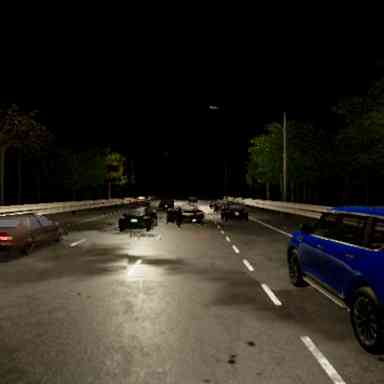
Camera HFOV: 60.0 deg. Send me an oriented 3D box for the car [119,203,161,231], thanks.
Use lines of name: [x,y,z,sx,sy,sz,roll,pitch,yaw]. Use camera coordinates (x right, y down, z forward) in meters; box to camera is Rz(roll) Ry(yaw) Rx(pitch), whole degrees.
car: [-3.367,1.656,21.373,1.994,1.385,4.181,0,0,0]

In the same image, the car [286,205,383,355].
car: [3.504,1.249,6.267,2.150,2.045,5.566,0,0,0]

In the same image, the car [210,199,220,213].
car: [3.589,1.660,39.212,2.128,1.511,4.902,0,0,0]

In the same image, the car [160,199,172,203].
car: [-3.294,1.669,44.786,1.882,1.535,5.008,0,0,0]

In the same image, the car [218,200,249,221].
car: [3.555,1.685,28.211,1.994,1.385,4.181,0,0,0]

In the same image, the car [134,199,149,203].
car: [-6.793,1.685,45.250,2.128,1.511,4.902,0,0,0]

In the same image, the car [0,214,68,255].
car: [-6.890,1.606,13.586,2.033,1.411,5.357,0,0,0]

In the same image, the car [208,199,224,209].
car: [3.623,1.761,50.211,2.033,1.411,5.357,0,0,0]

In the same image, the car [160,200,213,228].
car: [-0.524,1.592,23.335,2.128,1.511,4.902,-1,0,-16]

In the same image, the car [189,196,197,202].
car: [0.237,1.888,86.242,2.128,1.511,4.902,0,0,0]

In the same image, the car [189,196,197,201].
car: [0.206,1.875,76.545,1.994,1.385,4.181,0,0,0]
